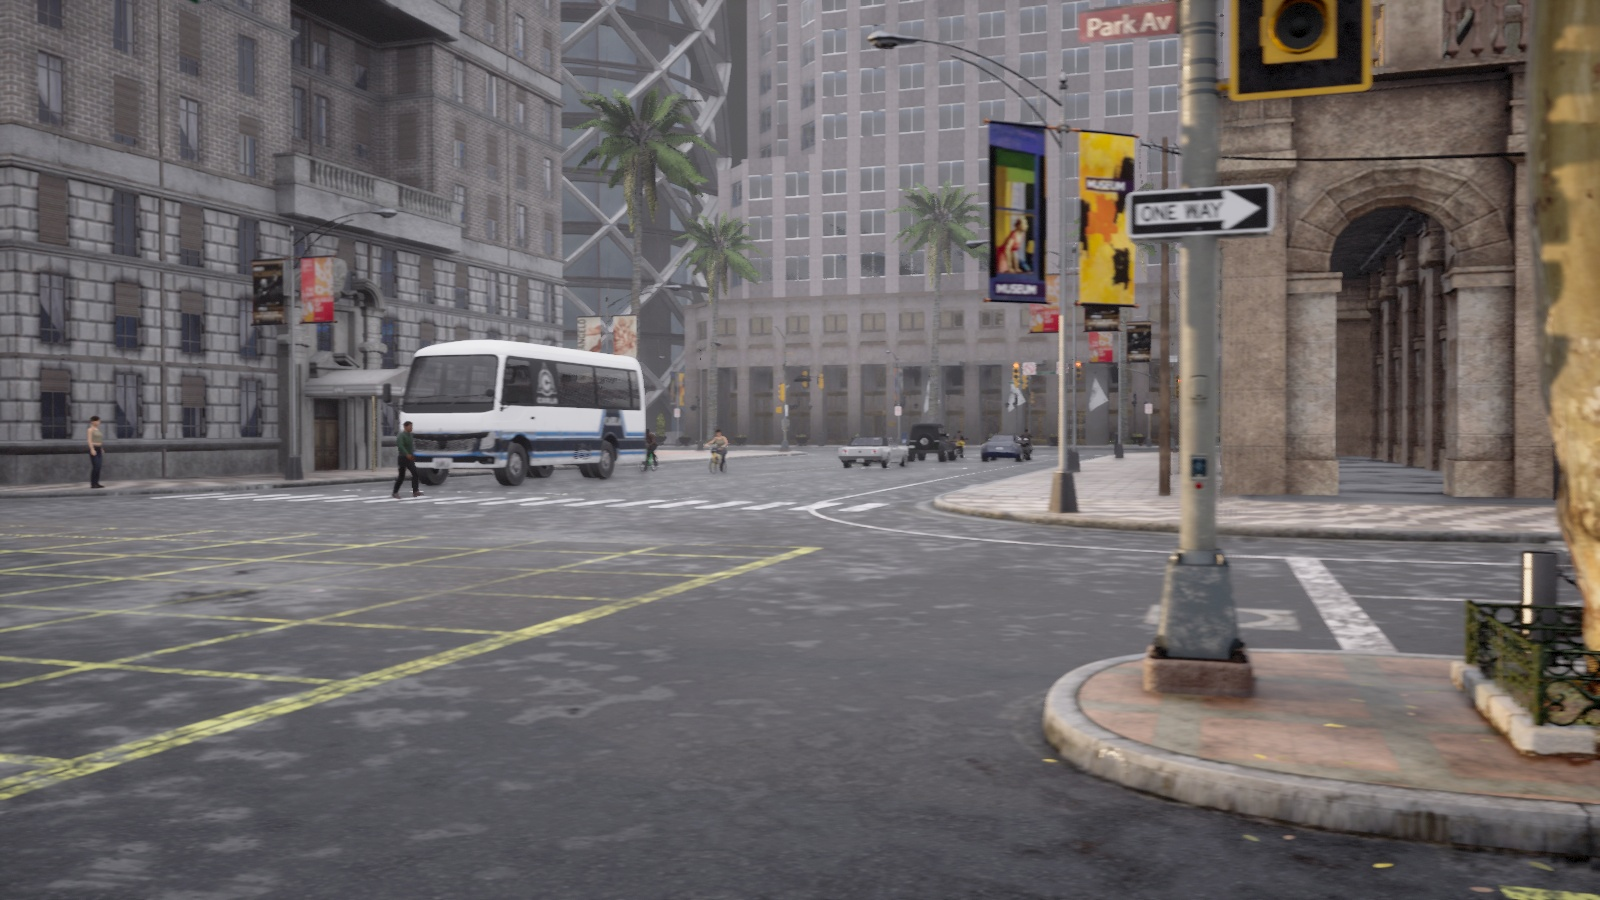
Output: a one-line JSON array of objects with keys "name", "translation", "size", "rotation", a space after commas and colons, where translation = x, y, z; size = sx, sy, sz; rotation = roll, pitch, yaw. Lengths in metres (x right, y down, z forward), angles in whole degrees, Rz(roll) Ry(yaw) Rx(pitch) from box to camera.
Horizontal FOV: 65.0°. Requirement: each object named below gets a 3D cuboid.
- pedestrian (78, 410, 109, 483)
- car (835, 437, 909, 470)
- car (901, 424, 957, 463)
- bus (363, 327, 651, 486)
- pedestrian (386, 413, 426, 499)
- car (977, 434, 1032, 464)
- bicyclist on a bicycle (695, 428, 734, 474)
[{"name": "pedestrian", "translation": [-17.863, -0.093, 31.766], "size": [0.594, 1.836, 0.345], "rotation": [0, 1, 5]}, {"name": "car", "translation": [3.039, 0.106, 51.970], "size": [1.895, 1.301, 4.718], "rotation": [1, 1, 19]}, {"name": "car", "translation": [6.390, -0.343, 61.763], "size": [1.905, 1.878, 3.866], "rotation": [1, 1, 19]}, {"name": "bus", "translation": [-8.644, -1.209, 39.120], "size": [3.944, 4.253, 10.273], "rotation": [1, 1, 18]}, {"name": "pedestrian", "translation": [-9.053, 0.127, 28.881], "size": [0.788, 1.949, 0.423], "rotation": [1, 1, 22]}, {"name": "car", "translation": [10.115, -0.062, 61.850], "size": [1.994, 1.385, 4.181], "rotation": [1, 1, 19]}, {"name": "bicyclist on a bicycle", "translation": [-3.039, 0.032, 44.927], "size": [0.866, 1.612, 1.509], "rotation": [1, 1, 19]}]
